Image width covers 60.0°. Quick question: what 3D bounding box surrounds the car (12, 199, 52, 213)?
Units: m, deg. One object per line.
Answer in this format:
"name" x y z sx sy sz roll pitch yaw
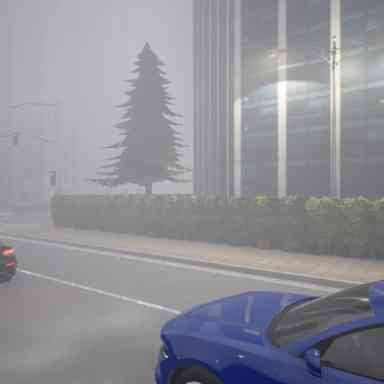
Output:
"car" -17.212 1.547 37.467 2.033 1.411 5.357 0 0 36

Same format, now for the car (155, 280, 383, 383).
"car" 1.923 1.478 2.622 5.008 1.535 1.882 0 0 36

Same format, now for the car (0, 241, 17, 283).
"car" -6.203 1.526 8.376 4.674 1.442 1.812 0 0 36
